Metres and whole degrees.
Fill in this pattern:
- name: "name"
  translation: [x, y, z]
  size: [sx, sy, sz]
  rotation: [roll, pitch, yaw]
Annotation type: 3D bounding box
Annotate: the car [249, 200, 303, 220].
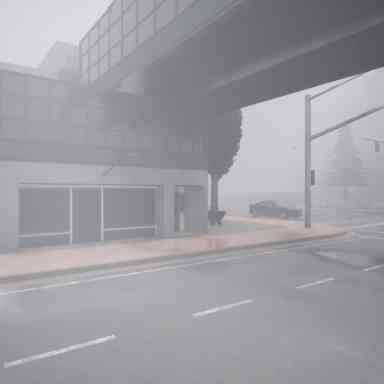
- name: "car"
  translation: [7.144, 1.478, 28.707]
  size: [1.882, 1.535, 5.008]
  rotation: [0, 0, -36]
